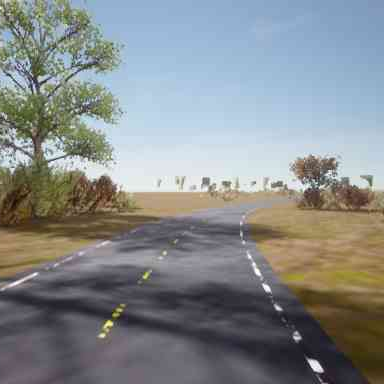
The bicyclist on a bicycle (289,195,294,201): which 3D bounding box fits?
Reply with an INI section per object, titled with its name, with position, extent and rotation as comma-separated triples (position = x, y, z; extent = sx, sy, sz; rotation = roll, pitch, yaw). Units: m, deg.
[bicyclist on a bicycle]
position = 26.373, 1.593, 89.584
extent = 0.866, 1.612, 1.509
rotation = 2, 2, 23
